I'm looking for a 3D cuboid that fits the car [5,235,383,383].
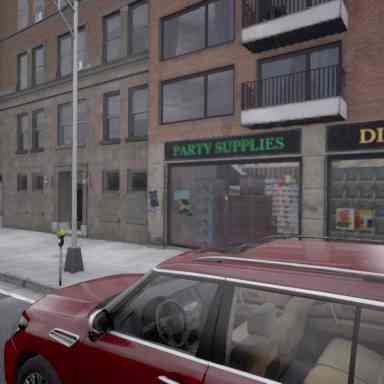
[{"bbox_3d":[0.547,1.315,2.676,5.009,1.841,2.192,0,1,35],"label":"car"}]
